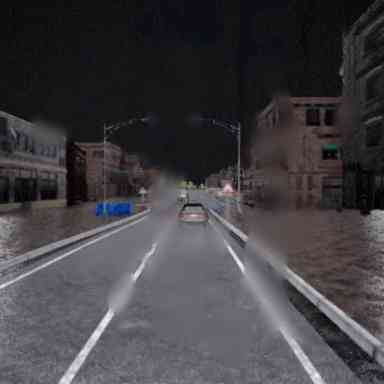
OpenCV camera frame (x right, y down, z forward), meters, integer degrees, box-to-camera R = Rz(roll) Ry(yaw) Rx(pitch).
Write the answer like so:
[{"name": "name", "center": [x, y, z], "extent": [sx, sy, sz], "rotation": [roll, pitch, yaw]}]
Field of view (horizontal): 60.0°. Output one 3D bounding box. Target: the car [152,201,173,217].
[{"name": "car", "center": [-3.007, 1.724, 34.748], "extent": [1.882, 1.535, 5.008], "rotation": [0, -1, 0]}]

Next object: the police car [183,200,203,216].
[{"name": "police car", "center": [0.096, 1.744, 37.907], "extent": [2.038, 1.542, 4.974], "rotation": [0, 0, 0]}]

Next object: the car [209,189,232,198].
[{"name": "car", "center": [8.015, 0.801, 89.938], "extent": [5.366, 1.575, 1.946], "rotation": [0, 2, -1]}]

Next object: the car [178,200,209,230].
[{"name": "car", "center": [0.097, 1.531, 21.776], "extent": [2.033, 1.649, 4.856], "rotation": [0, -2, 0]}]

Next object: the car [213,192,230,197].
[{"name": "car", "center": [8.172, 0.745, 92.698], "extent": [4.674, 1.452, 2.002], "rotation": [0, 2, -1]}]
